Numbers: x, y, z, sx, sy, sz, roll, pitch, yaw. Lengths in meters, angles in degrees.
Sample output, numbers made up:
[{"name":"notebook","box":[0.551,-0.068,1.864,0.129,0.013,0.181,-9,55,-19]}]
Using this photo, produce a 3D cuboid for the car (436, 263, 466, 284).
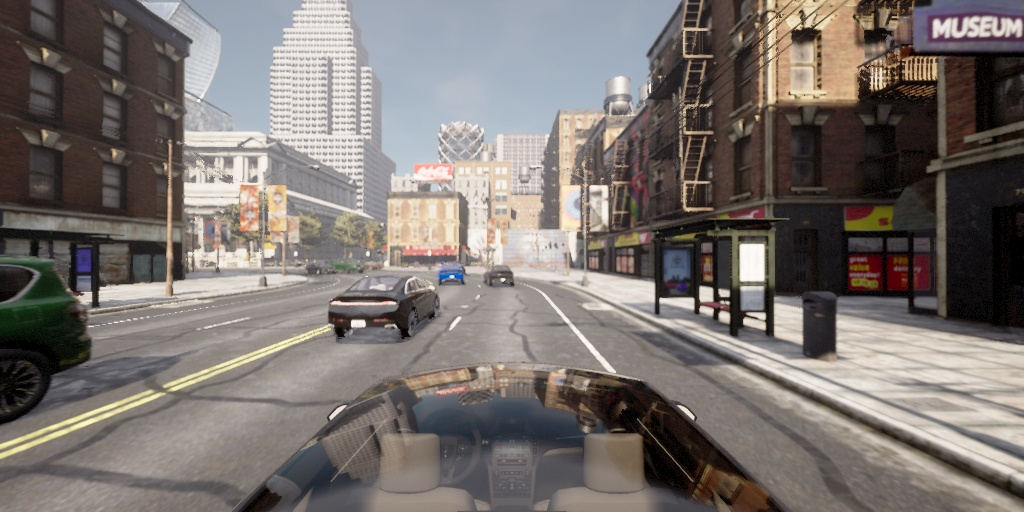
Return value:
[{"name":"car","box":[-5.033,1.392,28.777,1.882,1.535,5.008,0,0,-14]}]

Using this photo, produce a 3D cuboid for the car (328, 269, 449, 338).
[{"name":"car","box":[-3.398,1.294,10.355,2.128,1.511,4.902,0,0,0]}]

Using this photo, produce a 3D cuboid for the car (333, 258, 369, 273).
[{"name":"car","box":[-21.588,1.243,46.974,5.566,2.045,2.150,0,-1,36]}]

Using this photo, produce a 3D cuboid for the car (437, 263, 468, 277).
[{"name":"car","box":[-6.870,1.515,41.084,1.812,1.442,4.674,0,0,-32]}]

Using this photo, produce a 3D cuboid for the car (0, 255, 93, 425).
[{"name":"car","box":[-7.101,0.978,2.758,2.150,2.045,5.566,0,0,0]}]

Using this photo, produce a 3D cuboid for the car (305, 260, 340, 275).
[{"name":"car","box":[-23.660,1.536,44.150,4.892,1.490,1.837,-1,-1,36]}]

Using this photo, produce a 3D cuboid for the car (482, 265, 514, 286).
[{"name":"car","box":[-1.071,1.407,26.999,1.837,1.490,4.892,0,-1,-11]}]
